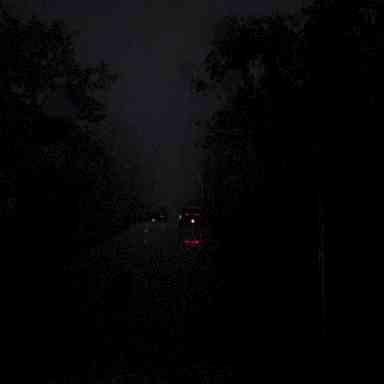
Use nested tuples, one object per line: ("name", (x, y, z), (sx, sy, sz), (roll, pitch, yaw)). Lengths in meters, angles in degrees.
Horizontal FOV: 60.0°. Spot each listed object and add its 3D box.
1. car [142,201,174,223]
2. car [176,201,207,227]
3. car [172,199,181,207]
("car", (-2.913, 1.761, 27.746), (2.033, 1.411, 5.357), (0, -1, 0))
("car", (0.051, 1.673, 24.294), (1.837, 1.490, 4.892), (0, 0, 0))
("car", (-3.103, 2.455, 68.861), (2.150, 2.045, 5.566), (0, -2, -1))
